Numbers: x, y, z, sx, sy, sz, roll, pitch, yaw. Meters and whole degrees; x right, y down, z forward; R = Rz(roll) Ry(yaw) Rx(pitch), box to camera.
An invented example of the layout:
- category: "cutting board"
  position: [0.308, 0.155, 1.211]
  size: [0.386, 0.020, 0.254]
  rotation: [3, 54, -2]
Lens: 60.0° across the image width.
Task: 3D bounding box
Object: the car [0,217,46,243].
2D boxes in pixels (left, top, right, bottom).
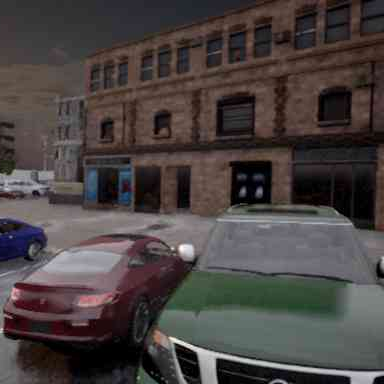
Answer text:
- category: "car"
  position: [-6.249, 1.495, 9.723]
  size: [2.002, 1.452, 4.674]
  rotation: [1, 0, 14]

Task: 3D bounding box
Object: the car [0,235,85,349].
- category: "car"
  position: [-1.278, 1.509, 6.297]
  size: [2.002, 1.452, 4.674]
  rotation: [0, -1, 15]

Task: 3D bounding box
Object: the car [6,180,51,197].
- category: "car"
  position: [-20.490, -0.461, 41.442]
  size: [5.566, 2.045, 2.435]
  rotation: [1, 6, 7]

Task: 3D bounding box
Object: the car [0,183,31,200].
- category: "car"
  position: [-21.895, 0.118, 38.799]
  size: [4.674, 1.452, 2.002]
  rotation: [1, 6, 7]

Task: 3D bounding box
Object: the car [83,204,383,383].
- category: "car"
  position: [1.202, 1.225, 4.537]
  size: [2.435, 2.045, 5.566]
  rotation: [1, 0, 15]
